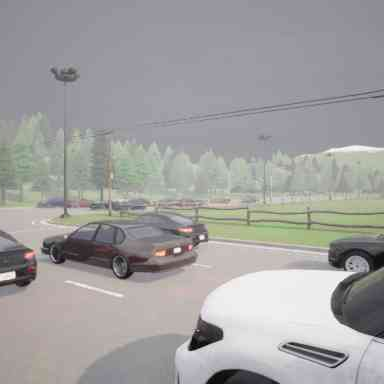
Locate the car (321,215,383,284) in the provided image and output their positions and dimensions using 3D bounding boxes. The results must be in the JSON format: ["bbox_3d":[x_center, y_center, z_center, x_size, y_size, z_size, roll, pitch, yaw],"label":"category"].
[{"bbox_3d":[6.048,1.478,8.247,5.008,1.535,1.882,0,0,36],"label":"car"}]

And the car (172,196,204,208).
[{"bbox_3d":[-0.269,1.601,49.137,1.895,1.301,4.718,0,0,37],"label":"car"}]

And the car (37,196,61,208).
[{"bbox_3d":[-19.431,1.352,46.908,2.097,1.767,4.553,0,0,36],"label":"car"}]

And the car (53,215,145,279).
[{"bbox_3d":[-2.397,1.547,10.059,5.357,1.411,2.033,0,0,37],"label":"car"}]

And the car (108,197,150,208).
[{"bbox_3d":[-7.394,1.564,39.666,1.994,1.385,4.181,0,0,37],"label":"car"}]

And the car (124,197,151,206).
[{"bbox_3d":[-8.974,1.564,55.025,1.994,1.385,4.181,0,0,37],"label":"car"}]

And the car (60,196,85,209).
[{"bbox_3d":[-15.513,1.564,46.343,1.994,1.385,4.181,0,0,37],"label":"car"}]

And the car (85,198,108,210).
[{"bbox_3d":[-10.493,1.601,41.363,1.895,1.301,4.718,0,0,34],"label":"car"}]

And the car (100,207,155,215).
[{"bbox_3d":[-1.484,1.526,13.746,4.674,1.442,1.812,0,0,36],"label":"car"}]

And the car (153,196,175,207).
[{"bbox_3d":[-4.036,1.564,49.955,1.994,1.385,4.181,0,0,37],"label":"car"}]

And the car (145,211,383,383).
[{"bbox_3d":[2.501,1.221,2.170,5.566,2.045,2.150,0,0,36],"label":"car"}]

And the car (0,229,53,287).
[{"bbox_3d":[-5.558,1.526,8.052,4.674,1.442,1.812,0,0,36],"label":"car"}]

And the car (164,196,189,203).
[{"bbox_3d":[-3.154,1.546,68.409,2.033,1.411,5.357,0,0,37],"label":"car"}]

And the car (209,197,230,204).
[{"bbox_3d":[5.028,1.601,61.923,1.895,1.301,4.718,0,0,37],"label":"car"}]

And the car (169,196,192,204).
[{"bbox_3d":[-2.127,1.526,64.040,1.812,1.442,4.674,0,0,37],"label":"car"}]

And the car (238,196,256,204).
[{"bbox_3d":[10.521,1.492,63.364,2.128,1.511,4.902,0,0,38],"label":"car"}]

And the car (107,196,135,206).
[{"bbox_3d":[-12.036,1.526,56.755,1.812,1.442,4.674,0,1,37],"label":"car"}]
